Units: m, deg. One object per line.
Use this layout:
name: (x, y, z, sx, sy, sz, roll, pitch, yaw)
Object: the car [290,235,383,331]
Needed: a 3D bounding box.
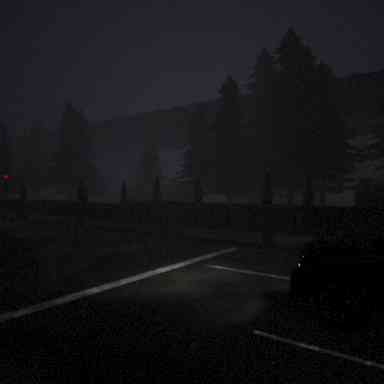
car: (4.414, 1.227, 5.094, 5.566, 2.045, 2.150, 1, 0, 38)
